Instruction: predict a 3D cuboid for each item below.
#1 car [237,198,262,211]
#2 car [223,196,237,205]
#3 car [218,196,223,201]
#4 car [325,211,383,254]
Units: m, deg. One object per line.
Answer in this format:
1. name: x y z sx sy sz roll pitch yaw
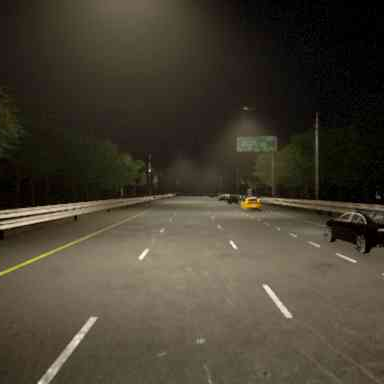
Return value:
1. car: 7.085 1.481 40.163 1.882 1.535 5.008 0 0 0
2. car: 7.169 1.475 59.596 1.837 1.490 4.892 0 0 0
3. car: 7.264 1.537 80.726 1.895 1.301 4.718 0 0 0
4. car: 7.008 1.494 13.412 2.128 1.511 4.902 0 0 0
